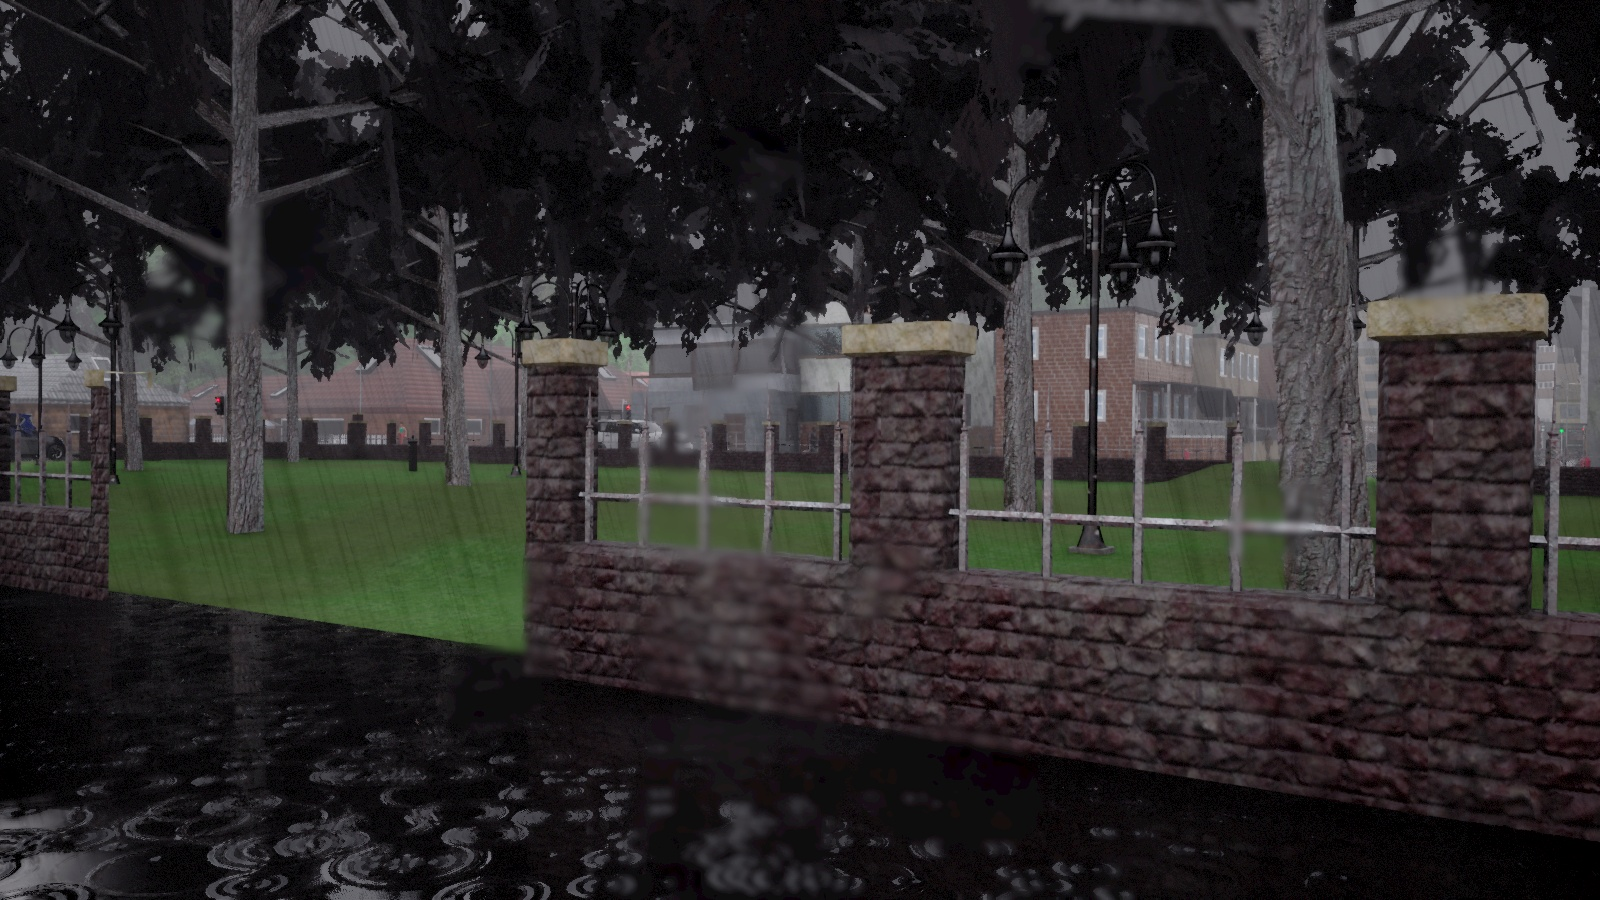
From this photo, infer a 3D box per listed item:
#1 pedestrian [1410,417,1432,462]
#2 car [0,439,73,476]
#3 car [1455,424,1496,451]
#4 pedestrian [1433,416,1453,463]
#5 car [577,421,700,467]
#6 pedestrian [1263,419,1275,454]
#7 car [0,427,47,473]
[{"bbox_3d":[25.999,-0.431,52.558,0.694,1.848,0.540,0,1,6],"label":"pedestrian"},{"bbox_3d":[-33.263,0.317,53.399,1.845,1.501,3.633,0,1,32],"label":"car"},{"bbox_3d":[40.686,-0.771,75.580,1.851,1.617,3.988,0,1,33],"label":"car"},{"bbox_3d":[27.033,-0.443,52.789,0.692,1.930,0.396,0,1,16],"label":"pedestrian"},{"bbox_3d":[-7.590,-0.284,58.786,5.566,2.045,2.150,0,1,31],"label":"car"},{"bbox_3d":[26.407,-0.763,70.695,0.396,1.930,0.692,0,1,40],"label":"pedestrian"},{"bbox_3d":[-36.748,0.026,55.470,2.150,2.045,5.566,0,1,34],"label":"car"}]
